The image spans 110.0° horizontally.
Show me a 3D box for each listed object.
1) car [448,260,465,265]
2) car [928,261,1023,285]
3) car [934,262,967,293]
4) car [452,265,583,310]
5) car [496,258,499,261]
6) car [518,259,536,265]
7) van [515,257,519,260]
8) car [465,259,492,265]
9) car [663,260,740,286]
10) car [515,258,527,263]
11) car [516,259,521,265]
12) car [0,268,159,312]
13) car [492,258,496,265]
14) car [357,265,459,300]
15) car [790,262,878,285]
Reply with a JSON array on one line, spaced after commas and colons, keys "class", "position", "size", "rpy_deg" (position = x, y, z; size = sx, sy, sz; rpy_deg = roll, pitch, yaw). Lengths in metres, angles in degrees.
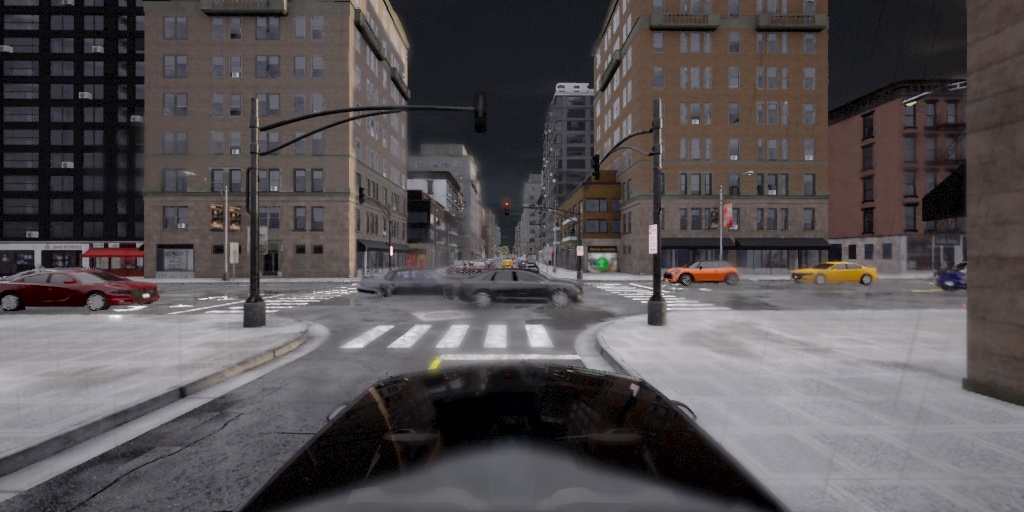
[{"class": "car", "position": [-6.015, 1.229, 39.596], "size": [1.967, 1.591, 4.097], "rpy_deg": [0, 0, 0]}, {"class": "car", "position": [31.954, 1.127, 24.502], "size": [4.892, 1.490, 1.837], "rpy_deg": [0, 0, -1]}, {"class": "car", "position": [23.874, 1.168, 17.705], "size": [4.674, 1.442, 1.812], "rpy_deg": [0, 0, -1]}, {"class": "car", "position": [0.325, 1.240, 14.157], "size": [4.892, 1.490, 1.837], "rpy_deg": [0, 0, -1]}, {"class": "car", "position": [-3.598, 1.424, 57.524], "size": [1.895, 1.301, 4.718], "rpy_deg": [0, 0, 0]}, {"class": "car", "position": [2.010, 1.355, 39.655], "size": [1.948, 1.339, 4.313], "rpy_deg": [0, 0, 0]}, {"class": "van", "position": [1.846, 1.173, 61.698], "size": [1.690, 1.789, 3.998], "rpy_deg": [0, 0, 0]}, {"class": "car", "position": [-3.464, 1.265, 37.790], "size": [1.882, 1.535, 5.008], "rpy_deg": [0, 0, 0]}, {"class": "car", "position": [12.692, 1.054, 24.263], "size": [4.553, 1.767, 2.097], "rpy_deg": [0, 0, -1]}, {"class": "car", "position": [1.887, 1.386, 56.188], "size": [1.948, 1.339, 4.313], "rpy_deg": [0, 0, 0]}, {"class": "car", "position": [1.928, 1.391, 50.677], "size": [1.802, 1.307, 4.207], "rpy_deg": [0, 0, 0]}, {"class": "car", "position": [-16.759, 1.279, 13.944], "size": [5.008, 1.535, 1.882], "rpy_deg": [0, 0, -1]}, {"class": "car", "position": [-3.533, 1.308, 47.384], "size": [1.837, 1.490, 4.892], "rpy_deg": [0, 0, 0]}, {"class": "car", "position": [-4.551, 1.306, 17.345], "size": [5.357, 1.411, 2.033], "rpy_deg": [0, 0, -1]}, {"class": "car", "position": [21.796, 1.142, 24.380], "size": [5.008, 1.535, 1.882], "rpy_deg": [0, 0, -1]}]
